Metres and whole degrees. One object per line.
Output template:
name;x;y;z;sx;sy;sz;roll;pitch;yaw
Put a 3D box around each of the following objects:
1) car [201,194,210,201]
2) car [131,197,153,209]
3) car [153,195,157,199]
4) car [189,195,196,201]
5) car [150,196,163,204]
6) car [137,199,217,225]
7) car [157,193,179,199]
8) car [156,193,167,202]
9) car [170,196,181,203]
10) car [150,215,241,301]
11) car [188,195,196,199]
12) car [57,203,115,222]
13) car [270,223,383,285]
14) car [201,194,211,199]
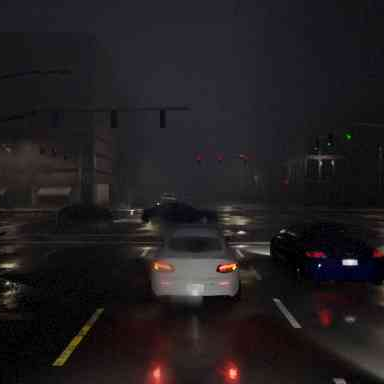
car;3.552;1.316;86.961;2.097;1.767;4.553;0;0;0
car;-7.095;1.478;46.105;1.882;1.535;5.008;0;0;1
car;-7.053;1.547;55.869;2.033;1.411;5.357;0;0;0
car;0.052;1.493;87.208;1.812;1.442;4.674;0;0;0
car;-6.995;1.564;65.825;1.994;1.385;4.181;0;0;1
car;-0.823;1.448;22.133;5.008;1.535;1.882;0;0;0
car;-3.557;1.222;50.588;2.150;2.045;5.566;0;0;0
car;-6.954;1.225;76.516;2.150;2.045;5.566;0;0;0
car;-3.458;1.553;70.428;1.994;1.385;4.181;0;0;0
car;0.075;1.526;8.171;1.812;1.442;4.674;0;0;0
car;0.047;1.518;77.881;2.128;1.511;4.902;0;0;0
car;-8.120;1.546;25.697;4.181;1.385;1.994;0;0;1
car;3.584;1.564;9.538;1.994;1.385;4.181;0;0;0
car;3.547;1.546;78.436;1.994;1.385;4.181;0;0;0
